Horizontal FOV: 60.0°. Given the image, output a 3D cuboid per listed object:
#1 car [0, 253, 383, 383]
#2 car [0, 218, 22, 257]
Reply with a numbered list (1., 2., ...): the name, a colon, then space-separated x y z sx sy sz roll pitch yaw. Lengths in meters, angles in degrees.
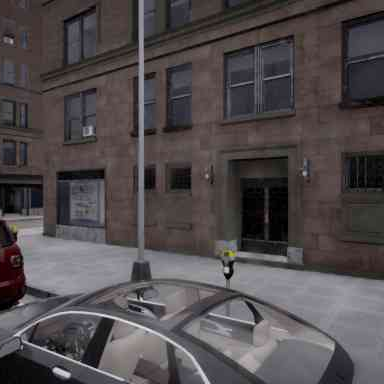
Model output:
1. car: -0.515 1.551 3.150 4.403 1.369 2.008 0 0 34
2. car: -5.209 1.315 6.352 5.009 1.841 2.192 0 0 34
